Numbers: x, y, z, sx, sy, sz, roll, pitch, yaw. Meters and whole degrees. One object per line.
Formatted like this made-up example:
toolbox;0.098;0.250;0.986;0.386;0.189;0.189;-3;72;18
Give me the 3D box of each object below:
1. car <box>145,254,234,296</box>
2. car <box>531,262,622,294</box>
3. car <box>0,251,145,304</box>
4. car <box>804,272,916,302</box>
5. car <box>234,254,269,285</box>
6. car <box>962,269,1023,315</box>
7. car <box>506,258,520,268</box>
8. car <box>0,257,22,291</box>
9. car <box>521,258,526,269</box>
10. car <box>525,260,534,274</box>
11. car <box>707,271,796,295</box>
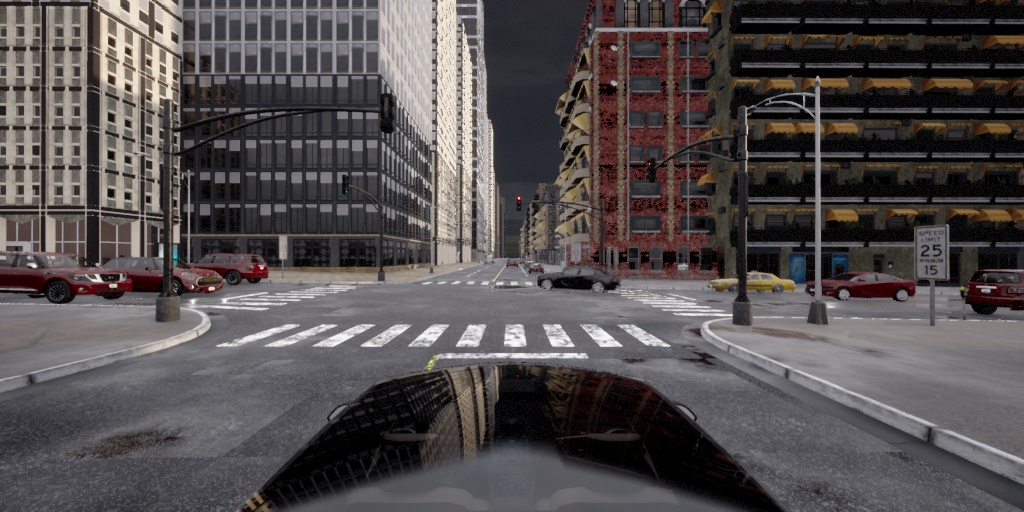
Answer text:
car;-15.724;0.835;16.089;4.553;1.767;2.097;1;0;0
car;3.964;1.335;21.380;5.008;1.535;1.882;1;1;27
car;-17.560;0.757;13.484;5.009;1.841;2.192;0;0;0
car;18.837;1.606;19.546;5.008;1.535;1.882;1;0;0
car;-17.684;0.776;21.863;5.009;1.841;2.192;0;0;0
car;20.614;1.461;13.799;5.009;1.841;2.192;0;0;0
car;0.082;1.125;63.972;2.097;1.767;4.553;0;0;0
car;-25.715;0.774;16.016;5.008;1.535;1.882;1;0;-1
car;2.760;1.317;54.733;2.007;1.370;4.403;0;0;0
car;2.793;1.341;41.816;1.802;1.307;4.207;0;0;0
car;14.657;1.587;22.103;4.829;1.417;1.751;0;0;0
